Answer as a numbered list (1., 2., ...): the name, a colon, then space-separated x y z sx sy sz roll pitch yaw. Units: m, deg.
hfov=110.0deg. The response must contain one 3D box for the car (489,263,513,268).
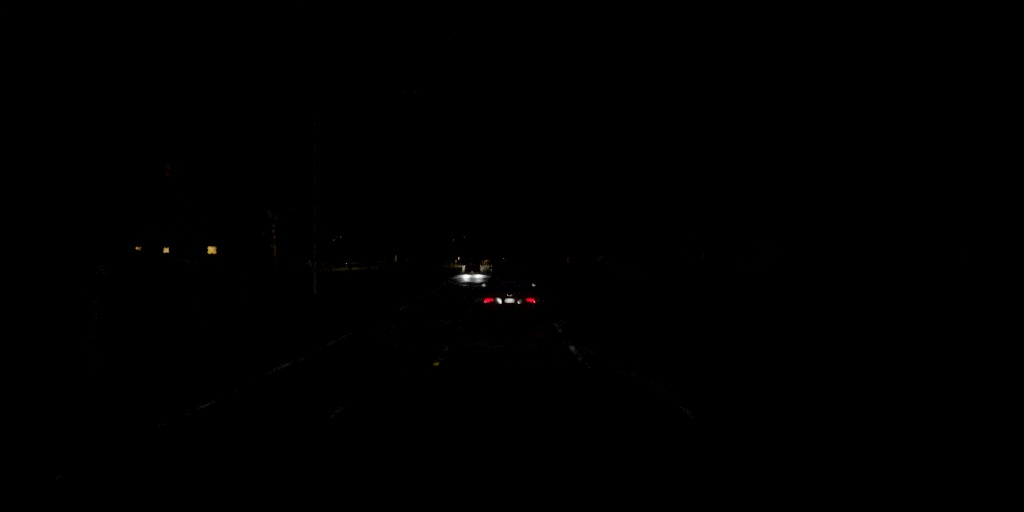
1. car: -1.011 1.366 32.853 1.837 1.490 4.892 0 0 -4

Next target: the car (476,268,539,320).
1. car: -0.113 1.332 12.748 2.033 1.411 5.357 0 0 -1

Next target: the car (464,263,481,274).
1. car: -4.742 1.504 43.206 1.895 1.301 4.718 0 0 -5
